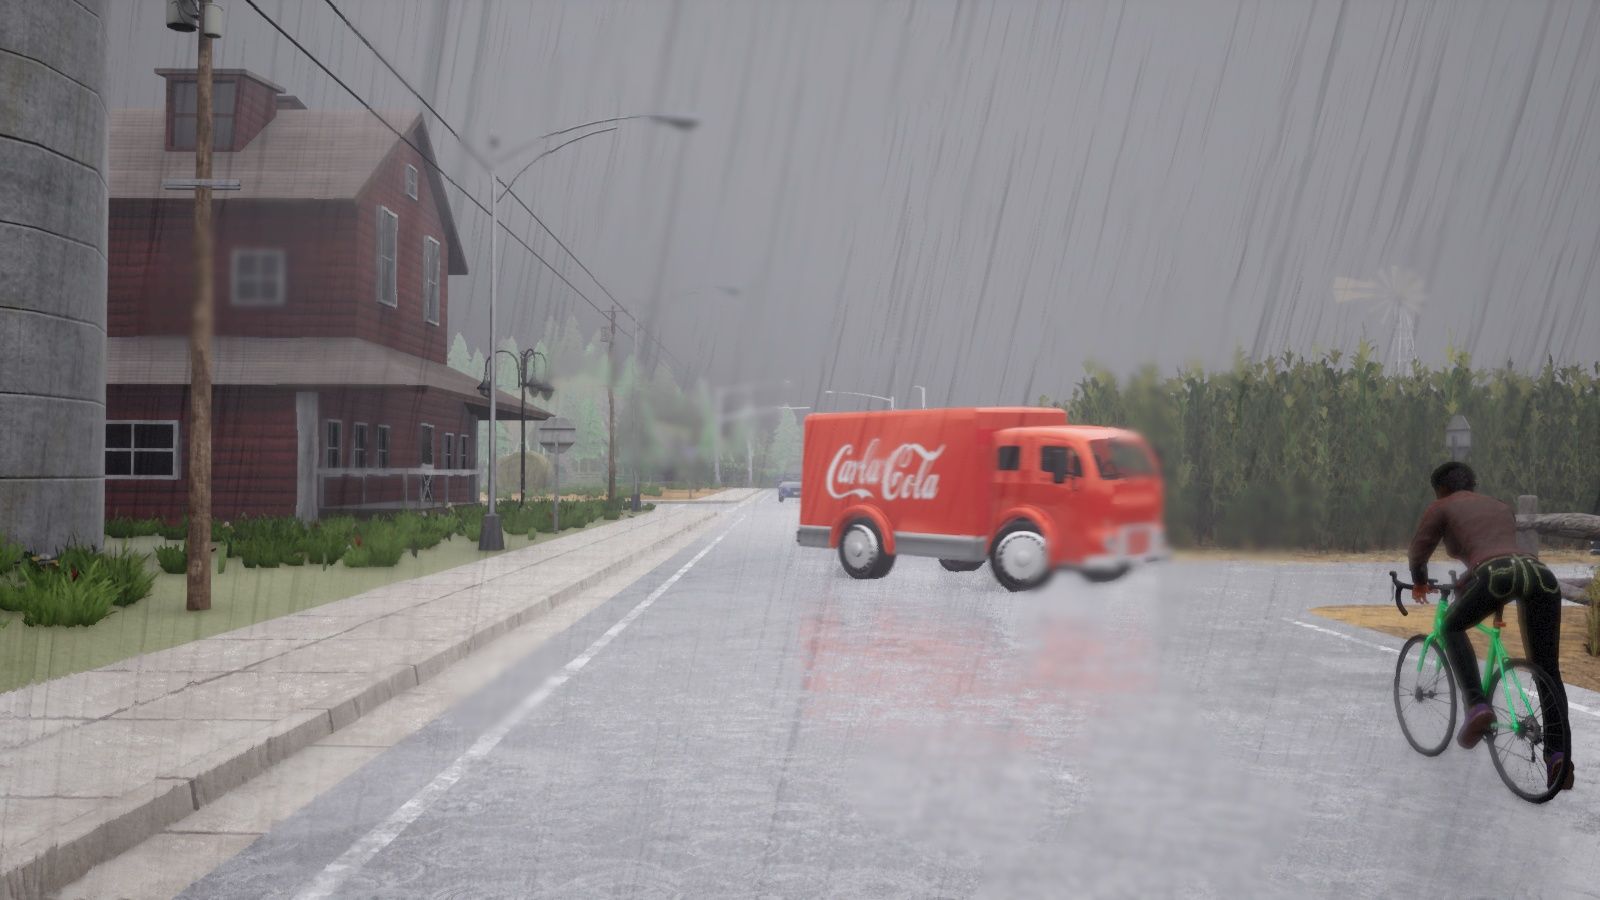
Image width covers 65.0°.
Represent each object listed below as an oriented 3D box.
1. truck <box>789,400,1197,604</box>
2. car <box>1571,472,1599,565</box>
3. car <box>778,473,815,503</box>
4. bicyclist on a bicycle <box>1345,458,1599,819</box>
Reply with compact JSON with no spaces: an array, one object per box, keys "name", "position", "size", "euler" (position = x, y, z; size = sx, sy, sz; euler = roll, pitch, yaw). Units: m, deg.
[{"name":"truck","position":[2.612,0.610,17.977],"size":[2.627,2.467,5.204],"euler":[-2,1,-44]},{"name":"car","position":[15.334,1.094,20.049],"size":[4.892,1.490,1.837],"euler":[0,-1,0]},{"name":"car","position":[-0.200,1.903,64.116],"size":[1.816,1.474,4.193],"euler":[0,-1,0]},{"name":"bicyclist on a bicycle","position":[3.478,0.862,6.486],"size":[0.582,1.620,1.656],"euler":[0,-1,0]}]
